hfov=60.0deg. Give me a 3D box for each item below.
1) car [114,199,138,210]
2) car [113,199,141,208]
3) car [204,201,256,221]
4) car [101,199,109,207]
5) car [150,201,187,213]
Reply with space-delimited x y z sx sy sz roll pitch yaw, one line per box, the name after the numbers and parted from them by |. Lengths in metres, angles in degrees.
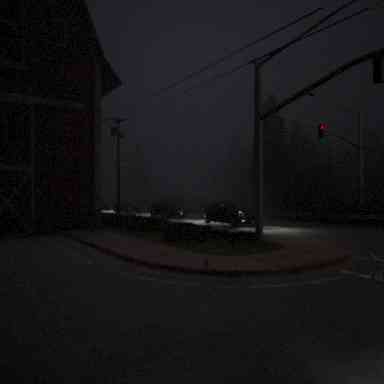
-9.782 1.802 49.096 1.812 1.442 4.674 0 0 -34 | car
-7.761 1.706 39.622 1.882 1.535 5.008 0 0 -34 | car
2.858 1.468 24.136 2.097 1.767 4.553 0 0 -34 | car
-13.410 1.780 47.912 2.128 1.511 4.902 0 0 -34 | car
-2.323 1.662 31.688 2.128 1.511 4.902 0 0 -34 | car
